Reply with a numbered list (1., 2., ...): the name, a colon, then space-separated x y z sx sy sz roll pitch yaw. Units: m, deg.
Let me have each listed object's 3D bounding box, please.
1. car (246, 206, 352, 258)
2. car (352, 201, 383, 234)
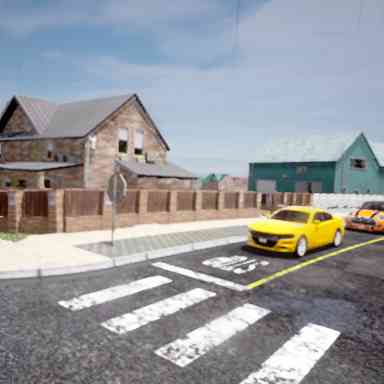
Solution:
1. car: 3.985 1.301 12.422 1.882 1.535 5.008 5 3 43
2. car: 10.648 1.300 18.974 4.553 1.767 2.097 1 3 -41
